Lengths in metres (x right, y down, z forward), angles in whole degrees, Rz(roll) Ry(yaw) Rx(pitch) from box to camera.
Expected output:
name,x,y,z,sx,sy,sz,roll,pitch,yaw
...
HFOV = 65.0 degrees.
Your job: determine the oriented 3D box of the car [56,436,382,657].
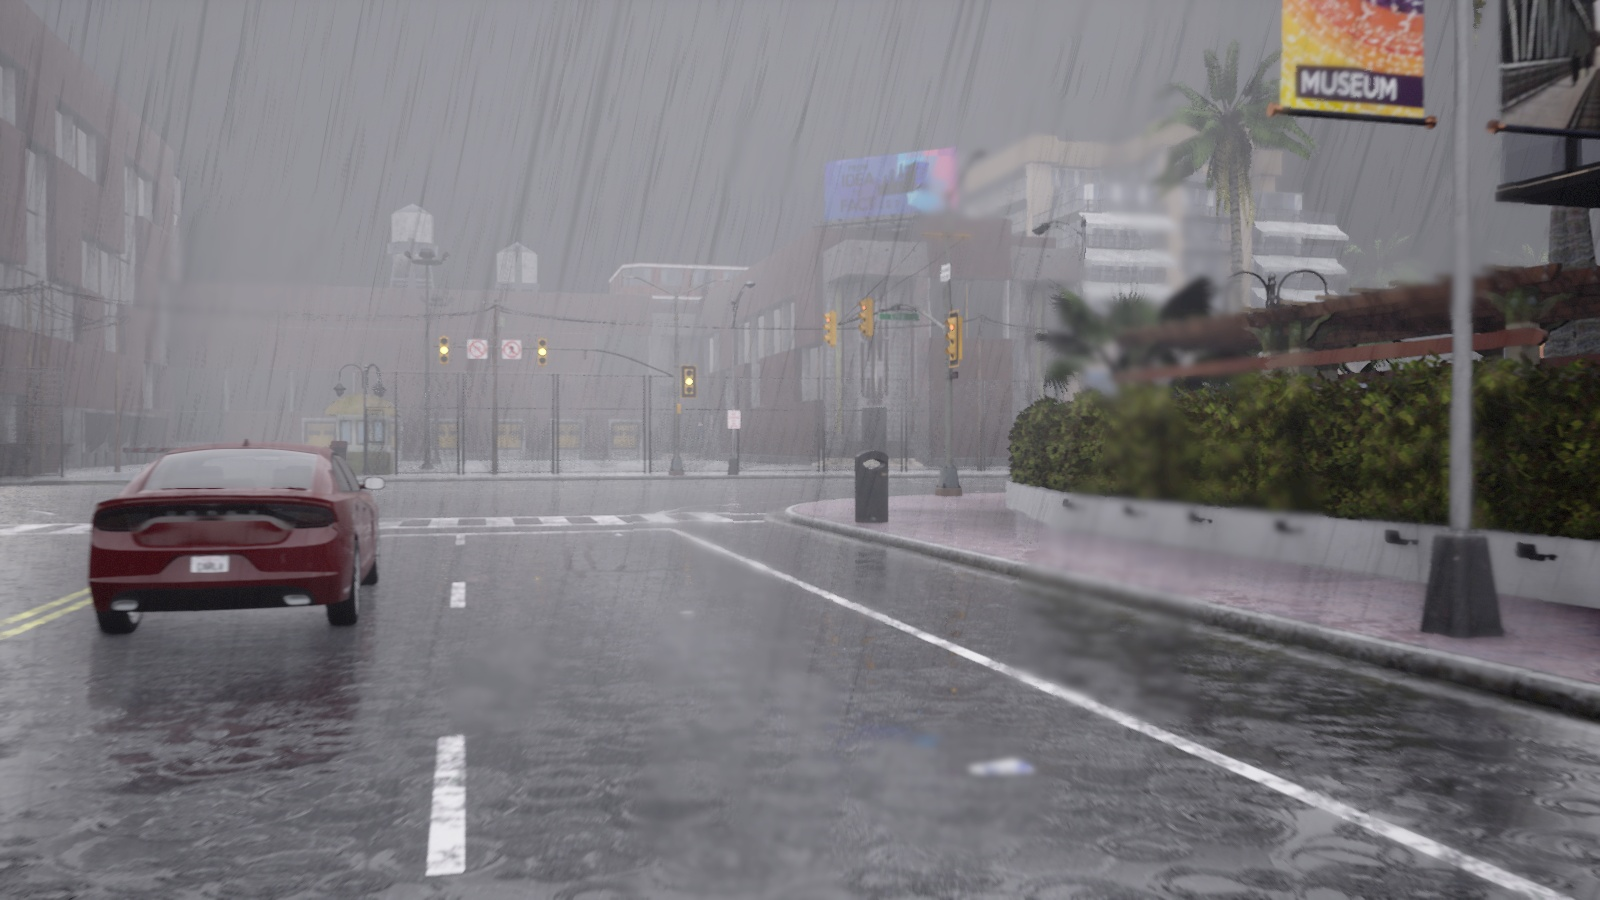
name,x,y,z,sx,sy,sz,roll,pitch,yaw
car,-4.929,0.655,11.396,1.882,1.535,5.008,0,0,-15
